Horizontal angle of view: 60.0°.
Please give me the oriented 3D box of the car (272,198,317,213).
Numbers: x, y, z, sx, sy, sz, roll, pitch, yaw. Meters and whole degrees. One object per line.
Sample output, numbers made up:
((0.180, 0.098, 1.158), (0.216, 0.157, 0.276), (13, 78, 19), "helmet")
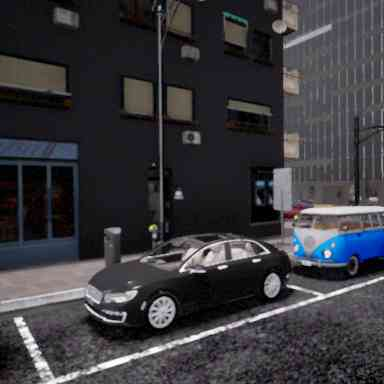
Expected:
((10.745, 1.376, 35.088), (1.947, 1.339, 4.313), (-1, 1, -35), "car")

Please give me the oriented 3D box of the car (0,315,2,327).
((-4.418, 1.568, 3.421), (4.313, 1.339, 1.947), (0, -1, -35), "car")

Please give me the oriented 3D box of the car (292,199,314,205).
((8.960, 1.484, 27.558), (1.994, 1.385, 4.181), (-1, 1, -35), "car")

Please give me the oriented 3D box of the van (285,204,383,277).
((4.702, 1.331, 9.930), (3.998, 1.788, 1.690), (0, -1, -35), "van")

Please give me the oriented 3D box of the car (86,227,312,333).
((0.143, 1.547, 6.675), (4.403, 1.369, 2.008), (0, -1, -35), "car")
